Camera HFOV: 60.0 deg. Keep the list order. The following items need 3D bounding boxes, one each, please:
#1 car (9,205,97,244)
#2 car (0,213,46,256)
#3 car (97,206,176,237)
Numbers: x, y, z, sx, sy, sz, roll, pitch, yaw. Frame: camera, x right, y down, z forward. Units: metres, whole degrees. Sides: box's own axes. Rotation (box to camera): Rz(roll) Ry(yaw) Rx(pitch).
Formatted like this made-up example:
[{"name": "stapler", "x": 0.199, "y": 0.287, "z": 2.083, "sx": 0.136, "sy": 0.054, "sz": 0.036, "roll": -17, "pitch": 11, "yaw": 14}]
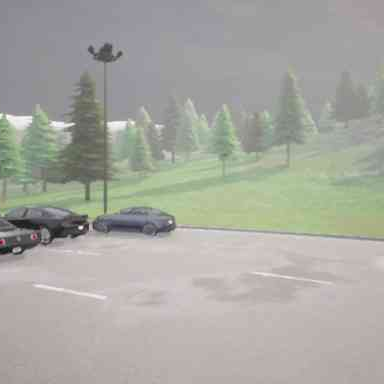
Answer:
[{"name": "car", "x": -6.980, "y": 1.328, "z": 14.663, "sx": 5.008, "sy": 1.535, "sz": 1.882, "roll": 0, "pitch": 0, "yaw": 19}, {"name": "car", "x": -7.471, "y": 1.484, "z": 10.958, "sx": 4.718, "sy": 1.301, "sz": 1.895, "roll": 0, "pitch": 1, "yaw": 19}, {"name": "car", "x": -2.915, "y": 1.402, "z": 16.886, "sx": 4.181, "sy": 1.385, "sz": 1.994, "roll": 0, "pitch": 1, "yaw": 22}]
